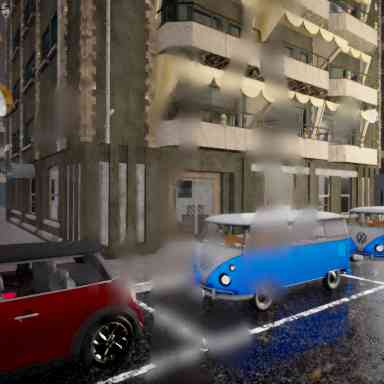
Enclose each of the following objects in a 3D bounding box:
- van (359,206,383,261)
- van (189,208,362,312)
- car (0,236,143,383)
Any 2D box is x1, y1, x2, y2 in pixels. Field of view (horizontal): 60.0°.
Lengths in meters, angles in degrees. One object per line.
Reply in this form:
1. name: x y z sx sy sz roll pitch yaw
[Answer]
1. van: 6.477 1.345 10.741 3.998 1.788 1.690 0 0 -36
2. van: 1.852 1.342 7.428 3.998 1.788 1.690 0 0 -36
3. car: -2.773 1.440 4.114 4.097 1.590 1.967 0 0 -36
